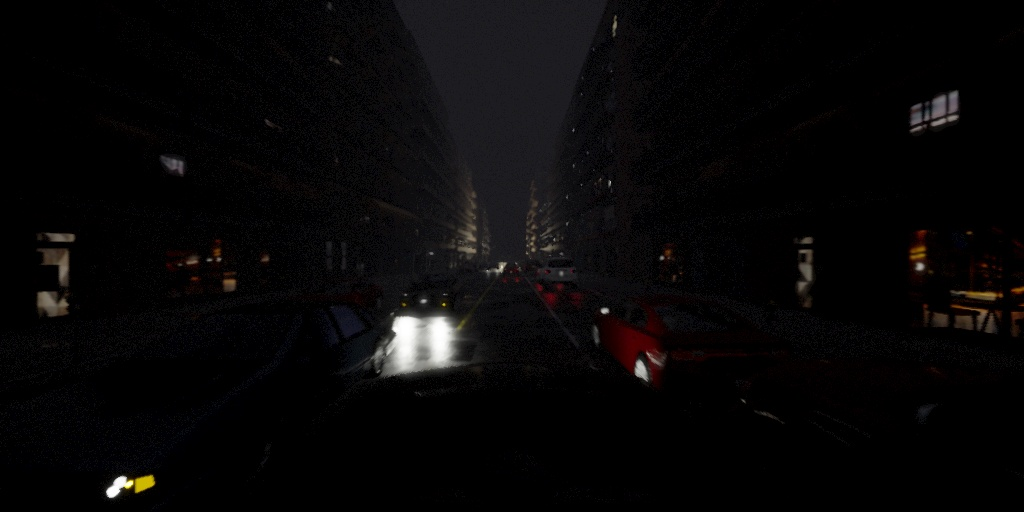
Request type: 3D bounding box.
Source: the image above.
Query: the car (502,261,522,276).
[{"bbox_3d":[-0.081,1.572,41.630,1.812,1.442,4.674,0,0,0],"label":"car"}]

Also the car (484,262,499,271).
[{"bbox_3d":[-3.170,1.698,60.974,1.812,1.442,4.674,0,0,0],"label":"car"}]

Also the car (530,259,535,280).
[{"bbox_3d":[3.045,1.310,31.690,2.097,1.767,4.553,0,0,0],"label":"car"}]

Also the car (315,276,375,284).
[{"bbox_3d":[-5.709,1.384,11.875,1.888,1.381,4.507,0,0,0],"label":"car"}]

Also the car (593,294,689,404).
[{"bbox_3d":[2.652,1.322,6.291,1.888,1.381,4.507,0,0,0],"label":"car"}]

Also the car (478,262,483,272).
[{"bbox_3d":[-5.805,1.432,51.525,2.192,1.841,5.009,0,0,0],"label":"car"}]

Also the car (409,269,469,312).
[{"bbox_3d":[-3.116,1.416,14.671,1.994,1.385,4.181,0,0,0],"label":"car"}]

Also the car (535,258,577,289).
[{"bbox_3d":[3.055,1.136,24.751,2.150,2.045,5.566,0,0,0],"label":"car"}]

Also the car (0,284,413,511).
[{"bbox_3d":[-3.103,1.328,4.715,2.033,1.411,5.357,0,0,0],"label":"car"}]

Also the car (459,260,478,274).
[{"bbox_3d":[-5.791,1.624,45.862,1.888,1.381,4.507,0,0,0],"label":"car"}]

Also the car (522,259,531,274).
[{"bbox_3d":[2.557,1.373,45.940,2.192,1.841,5.009,0,0,0],"label":"car"}]

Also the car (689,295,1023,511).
[{"bbox_3d":[2.666,1.050,0.627,2.192,1.841,5.009,0,0,0],"label":"car"}]
